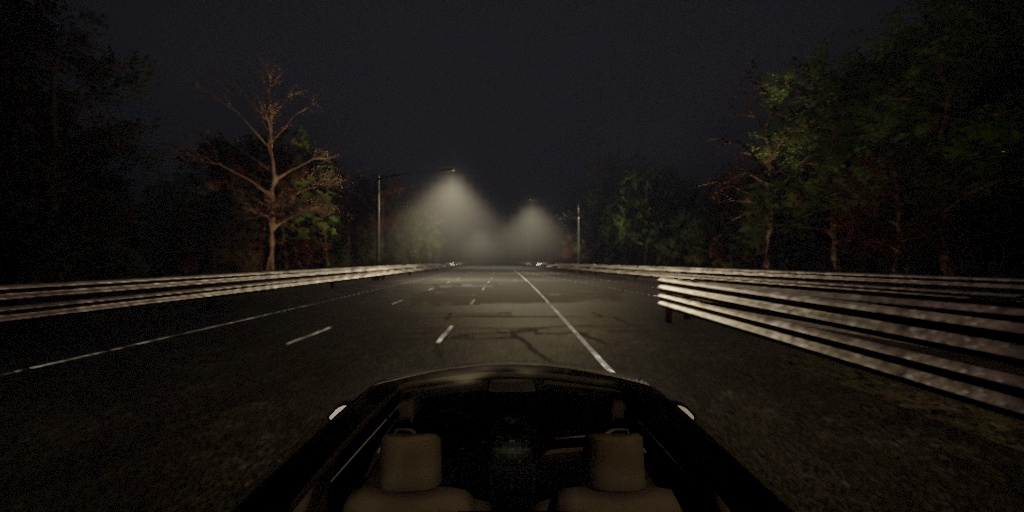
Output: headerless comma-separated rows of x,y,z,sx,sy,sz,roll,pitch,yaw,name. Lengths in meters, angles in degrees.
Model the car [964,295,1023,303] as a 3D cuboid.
12.338,1.283,7.342,2.033,1.649,4.856,0,-1,-13,car
